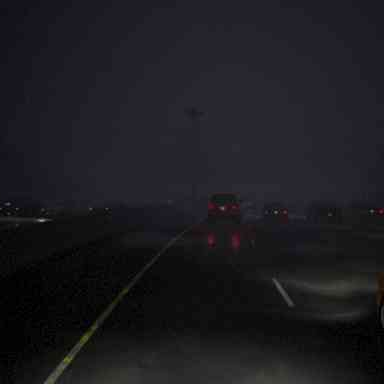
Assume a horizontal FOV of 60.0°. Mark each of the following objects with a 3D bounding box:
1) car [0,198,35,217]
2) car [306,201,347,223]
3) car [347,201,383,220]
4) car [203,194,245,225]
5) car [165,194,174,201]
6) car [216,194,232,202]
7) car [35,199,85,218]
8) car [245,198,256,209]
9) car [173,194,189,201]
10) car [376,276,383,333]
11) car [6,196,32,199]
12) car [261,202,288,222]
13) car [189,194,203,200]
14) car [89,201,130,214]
[{"bbox_3d":[-14.512,1.453,29.289,1.895,1.301,4.718,0,0,11],"label":"car"},{"bbox_3d":[9.795,1.387,24.954,1.882,1.535,5.008,0,0,11],"label":"car"},{"bbox_3d":[13.702,1.455,26.751,2.033,1.411,5.357,0,0,13],"label":"car"},{"bbox_3d":[2.425,1.124,23.711,2.150,2.045,5.566,0,0,10],"label":"car"},{"bbox_3d":[-4.013,1.216,70.962,1.812,1.442,4.674,0,0,26],"label":"car"},{"bbox_3d":[6.582,1.231,68.590,1.812,1.442,4.674,0,0,26],"label":"car"},{"bbox_3d":[-11.027,1.385,28.762,1.812,1.442,4.674,0,0,12],"label":"car"},{"bbox_3d":[6.825,1.435,41.408,1.895,1.301,4.718,0,0,17],"label":"car"},{"bbox_3d":[-1.444,1.231,68.235,1.812,1.442,4.674,0,0,25],"label":"car"},{"bbox_3d":[3.757,1.469,3.203,1.882,1.535,5.008,0,0,2],"label":"car"},{"bbox_3d":[-17.350,1.185,32.675,2.097,1.767,4.553,0,0,12],"label":"car"},{"bbox_3d":[6.286,1.449,25.421,2.033,1.411,5.357,0,0,11],"label":"car"},{"bbox_3d":[1.937,1.227,67.204,2.128,1.511,4.902,0,0,26],"label":"car"},{"bbox_3d":[-7.293,1.462,29.710,1.895,1.301,4.718,0,0,12],"label":"car"}]
